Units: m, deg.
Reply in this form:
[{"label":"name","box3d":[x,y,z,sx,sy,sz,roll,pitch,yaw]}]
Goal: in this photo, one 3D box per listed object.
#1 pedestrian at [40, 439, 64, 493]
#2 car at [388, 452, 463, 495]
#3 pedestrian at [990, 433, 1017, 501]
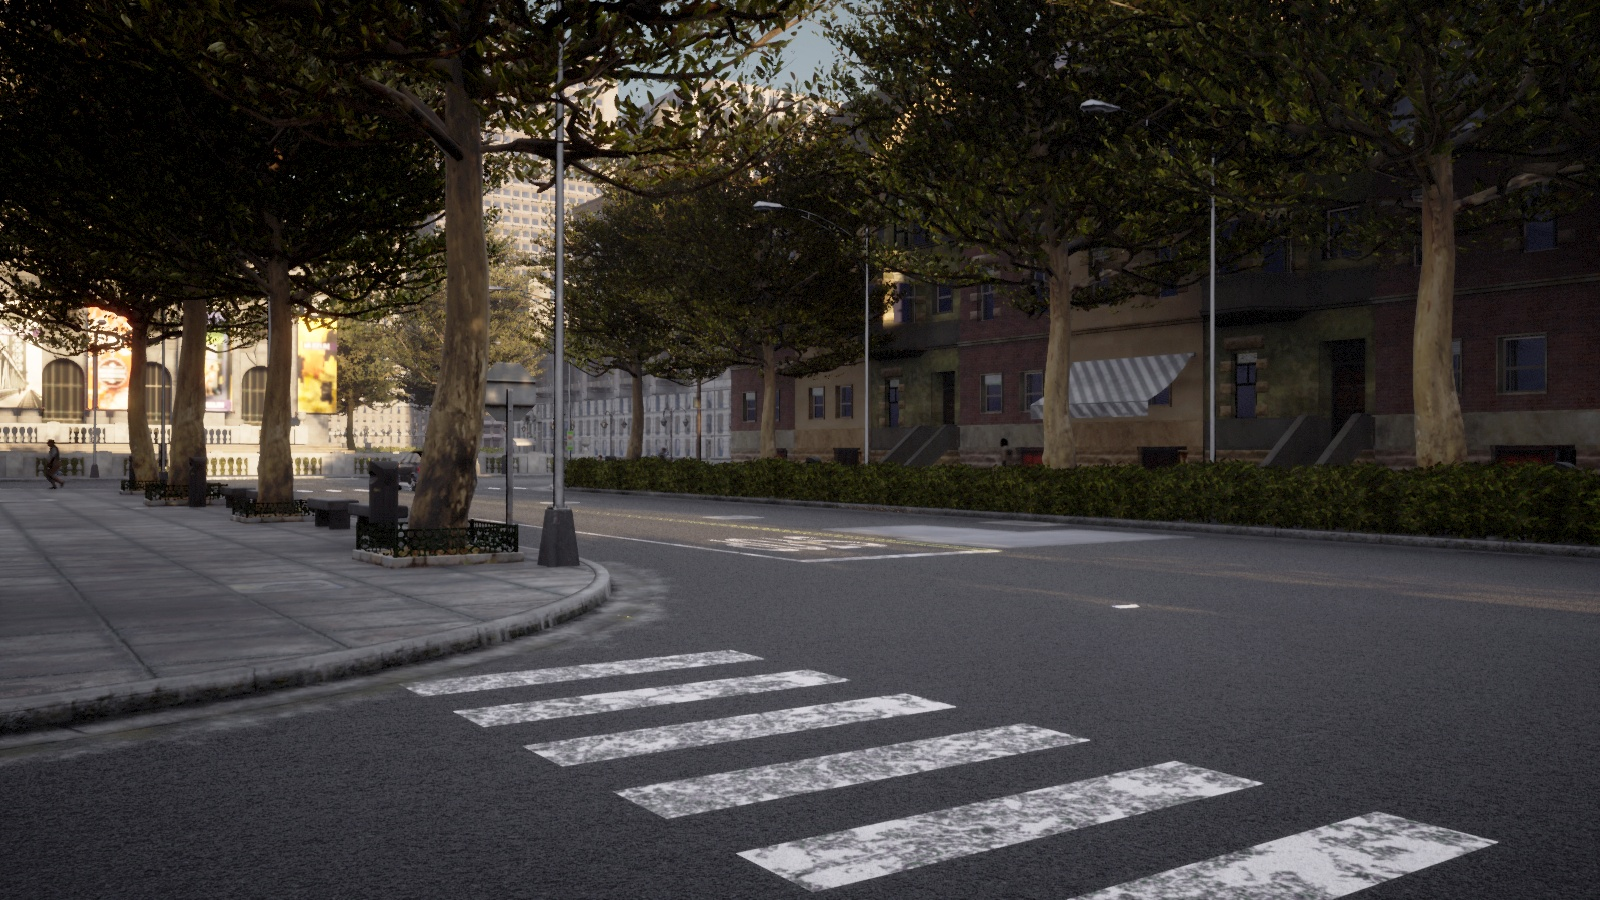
[{"label":"pedestrian","box3d":[-25.961,0.563,43.607,0.694,1.848,0.540,0,0,-28]},{"label":"car","box3d":[-14.415,0.872,48.212,1.789,1.549,3.705,0,0,-33]},{"label":"pedestrian","box3d":[5.829,0.477,35.912,0.396,1.930,0.692,0,0,-34]}]
